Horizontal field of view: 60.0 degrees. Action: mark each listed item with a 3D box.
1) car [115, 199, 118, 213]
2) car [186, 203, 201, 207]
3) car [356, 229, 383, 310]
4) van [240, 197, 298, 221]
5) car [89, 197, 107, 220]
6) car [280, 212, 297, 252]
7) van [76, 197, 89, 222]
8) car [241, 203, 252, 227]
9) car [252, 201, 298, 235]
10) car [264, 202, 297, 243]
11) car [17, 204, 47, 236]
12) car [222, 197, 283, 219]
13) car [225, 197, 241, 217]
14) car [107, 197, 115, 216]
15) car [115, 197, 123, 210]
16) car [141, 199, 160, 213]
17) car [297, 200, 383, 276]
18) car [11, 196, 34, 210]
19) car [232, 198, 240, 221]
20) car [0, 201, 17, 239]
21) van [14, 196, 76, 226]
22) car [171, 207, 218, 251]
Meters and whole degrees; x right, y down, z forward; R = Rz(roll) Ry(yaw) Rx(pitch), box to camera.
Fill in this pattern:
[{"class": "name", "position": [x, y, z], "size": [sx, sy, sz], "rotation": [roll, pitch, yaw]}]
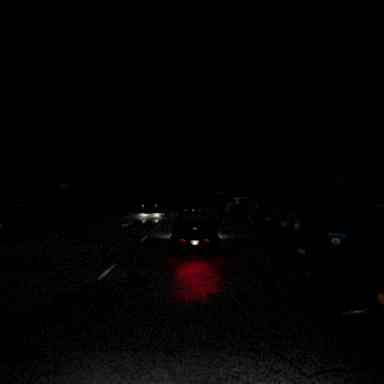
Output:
[{"class": "car", "position": [-10.947, 1.839, 36.276], "size": [4.792, 1.488, 2.163], "rotation": [-1, -1, -20]}, {"class": "car", "position": [0.136, 1.857, 34.573], "size": [2.033, 1.411, 5.357], "rotation": [0, 0, 0]}, {"class": "car", "position": [5.777, 1.536, 5.837], "size": [5.366, 1.575, 1.946], "rotation": [1, 0, -20]}, {"class": "van", "position": [6.081, 1.480, 24.081], "size": [4.442, 1.987, 1.878], "rotation": [1, -1, -20]}, {"class": "car", "position": [-10.950, 1.507, 30.353], "size": [5.566, 2.045, 2.435], "rotation": [-1, -1, -20]}, {"class": "car", "position": [5.927, 1.626, 11.938], "size": [4.792, 1.488, 2.163], "rotation": [1, 0, -20]}, {"class": "van", "position": [-11.084, 1.508, 27.335], "size": [4.442, 1.987, 1.878], "rotation": [-1, 0, -20]}, {"class": "car", "position": [5.974, 1.679, 21.012], "size": [4.892, 1.521, 2.231], "rotation": [1, 0, -20]}, {"class": "car", "position": [5.927, 1.525, 17.993], "size": [4.553, 1.767, 2.185], "rotation": [1, -1, -20]}, {"class": "car", "position": [5.933, 1.497, 14.964], "size": [4.553, 1.767, 2.185], "rotation": [1, -1, -20]}, {"class": "car", "position": [-10.982, 1.655, 18.507], "size": [4.892, 1.521, 2.231], "rotation": [-1, 0, -20]}, {"class": "car", "position": [6.003, 1.533, 33.123], "size": [5.566, 2.045, 2.435], "rotation": [1, -1, -20]}, {"class": "car", "position": [5.959, 1.505, 30.063], "size": [5.566, 2.045, 2.435], "rotation": [1, 0, -20]}, {"class": "car", "position": [-10.945, 1.533, 33.312], "size": [5.566, 2.045, 2.435], "rotation": [-1, -1, -20]}, {"class": "car", "position": [-10.985, 1.585, 39.196], "size": [5.566, 2.045, 2.435], "rotation": [-1, 0, -20]}, {"class": "car", "position": [-5.225, 1.727, 42.240], "size": [2.097, 1.767, 4.553], "rotation": [0, 0, -2]}, {"class": "car", "position": [5.984, 1.318, 8.939], "size": [5.566, 2.045, 2.435], "rotation": [1, -1, -20]}, {"class": "car", "position": [-26.629, 1.702, 52.580], "size": [2.435, 2.045, 5.566], "rotation": [0, 0, -19]}, {"class": "car", "position": [6.008, 1.606, 27.064], "size": [4.553, 1.767, 2.185], "rotation": [1, 0, -20]}, {"class": "car", "position": [-11.016, 1.503, 15.533], "size": [4.553, 1.767, 2.185], "rotation": [-1, -1, -20]}, {"class": "van", "position": [-11.088, 1.482, 24.376], "size": [4.442, 1.987, 1.878], "rotation": [-1, 0, -20]}, {"class": "car", "position": [0.113, 1.639, 14.763], "size": [1.837, 1.490, 4.892], "rotation": [0, -1, 0]}]
